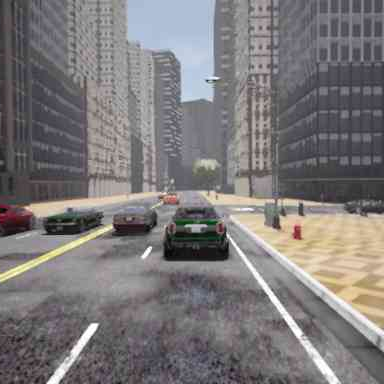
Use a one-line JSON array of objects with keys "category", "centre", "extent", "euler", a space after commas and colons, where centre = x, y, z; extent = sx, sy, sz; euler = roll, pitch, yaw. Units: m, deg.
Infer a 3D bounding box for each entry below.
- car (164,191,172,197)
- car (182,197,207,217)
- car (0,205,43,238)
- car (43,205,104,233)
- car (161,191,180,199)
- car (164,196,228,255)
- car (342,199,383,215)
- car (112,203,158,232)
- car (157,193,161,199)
[{"category": "car", "centre": [-6.088, 0.588, 85.108], "extent": [1.812, 1.442, 4.674], "euler": [0, 1, 0]}, {"category": "car", "centre": [0.236, 1.260, 30.218], "extent": [2.128, 1.511, 4.902], "euler": [0, 1, 0]}, {"category": "car", "centre": [-9.733, 1.403, 17.028], "extent": [1.812, 1.442, 4.674], "euler": [0, 0, 1]}, {"category": "car", "centre": [-6.464, 1.437, 18.520], "extent": [1.895, 1.301, 4.718], "euler": [0, 1, 1]}, {"category": "car", "centre": [-2.921, 0.821, 48.718], "extent": [2.097, 1.767, 4.553], "euler": [0, 1, 0]}, {"category": "car", "centre": [0.144, 1.203, 12.742], "extent": [2.097, 1.767, 4.553], "euler": [0, 1, 0]}, {"category": "car", "centre": [16.062, 1.360, 30.277], "extent": [4.403, 1.369, 2.008], "euler": [0, 1, 0]}, {"category": "car", "centre": [-3.068, 1.355, 18.815], "extent": [2.033, 1.411, 5.357], "euler": [0, 1, 0]}, {"category": "car", "centre": [-6.166, 0.852, 69.256], "extent": [1.895, 1.301, 4.718], "euler": [0, 1, 0]}]
